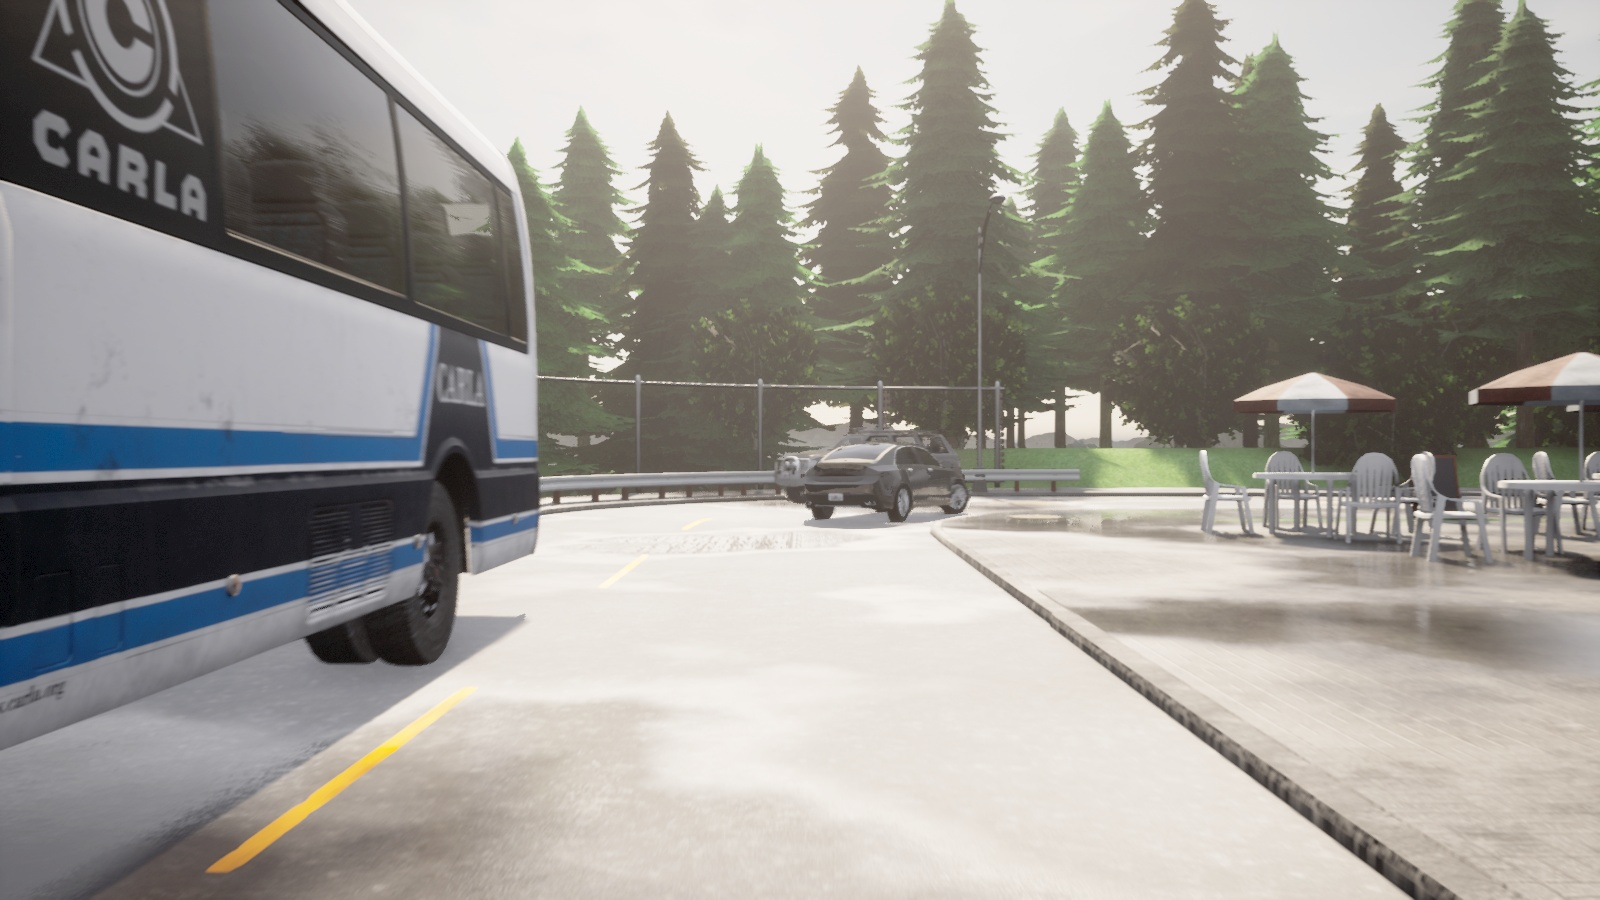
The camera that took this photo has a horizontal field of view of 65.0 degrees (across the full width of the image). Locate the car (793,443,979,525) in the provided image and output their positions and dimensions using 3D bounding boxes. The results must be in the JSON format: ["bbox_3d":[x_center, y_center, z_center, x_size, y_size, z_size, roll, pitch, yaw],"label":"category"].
[{"bbox_3d":[1.855,0.612,25.241,1.837,1.490,4.892,-1,0,29],"label":"car"}]

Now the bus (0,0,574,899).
[{"bbox_3d":[-3.958,-0.665,5.686,3.944,4.253,10.273,0,0,0],"label":"bus"}]

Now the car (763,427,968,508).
[{"bbox_3d":[1.609,0.395,30.468,4.605,1.855,1.932,0,0,-26],"label":"car"}]
